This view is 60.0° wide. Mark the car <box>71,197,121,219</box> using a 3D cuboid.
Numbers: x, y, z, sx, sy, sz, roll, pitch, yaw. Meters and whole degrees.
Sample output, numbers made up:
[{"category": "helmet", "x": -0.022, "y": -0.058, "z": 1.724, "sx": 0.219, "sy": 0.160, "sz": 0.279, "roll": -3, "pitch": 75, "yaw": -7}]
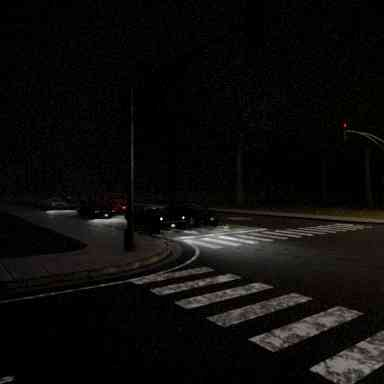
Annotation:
[{"category": "car", "x": -8.376, "y": 1.452, "z": 28.626, "sx": 2.033, "sy": 1.411, "sz": 5.357, "roll": 0, "pitch": 0, "yaw": -36}]

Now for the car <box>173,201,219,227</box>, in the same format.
[{"category": "car", "x": -0.168, "y": 1.410, "z": 22.843, "sx": 1.882, "sy": 1.535, "sz": 5.008, "roll": 0, "pitch": 0, "yaw": -35}]

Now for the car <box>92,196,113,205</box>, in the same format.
[{"category": "car", "x": -14.496, "y": 1.350, "z": 53.876, "sx": 1.812, "sy": 1.442, "sz": 4.674, "roll": 0, "pitch": 0, "yaw": -35}]

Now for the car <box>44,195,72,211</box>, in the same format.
[{"category": "car", "x": -16.135, "y": 1.391, "z": 39.348, "sx": 1.812, "sy": 1.442, "sz": 4.674, "roll": 0, "pitch": 0, "yaw": -36}]

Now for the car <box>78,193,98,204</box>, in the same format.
[{"category": "car", "x": -18.701, "y": 1.164, "z": 59.631, "sx": 2.097, "sy": 1.767, "sz": 4.553, "roll": 0, "pitch": 0, "yaw": -36}]

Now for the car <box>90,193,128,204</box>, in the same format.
[{"category": "car", "x": -8.047, "y": 1.105, "z": 33.706, "sx": 2.150, "sy": 2.045, "sz": 5.566, "roll": 0, "pitch": 1, "yaw": -36}]

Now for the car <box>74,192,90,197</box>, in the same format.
[{"category": "car", "x": -15.555, "y": 1.187, "z": 49.849, "sx": 2.097, "sy": 1.767, "sz": 4.553, "roll": 0, "pitch": 0, "yaw": -35}]

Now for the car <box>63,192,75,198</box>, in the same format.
[{"category": "car", "x": -21.367, "y": 1.039, "z": 57.771, "sx": 2.150, "sy": 2.045, "sz": 5.566, "roll": 0, "pitch": 0, "yaw": -36}]

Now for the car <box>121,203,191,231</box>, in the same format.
[{"category": "car", "x": -2.320, "y": 1.542, "z": 20.269, "sx": 1.895, "sy": 1.301, "sz": 4.718, "roll": 0, "pitch": 0, "yaw": -36}]
